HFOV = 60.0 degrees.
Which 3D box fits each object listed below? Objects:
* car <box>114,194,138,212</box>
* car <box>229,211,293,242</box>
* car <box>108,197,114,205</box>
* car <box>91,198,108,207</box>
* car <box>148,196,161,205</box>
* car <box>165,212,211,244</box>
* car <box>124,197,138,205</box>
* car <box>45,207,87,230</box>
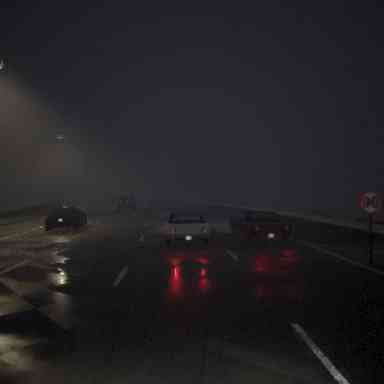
[{"bbox_3d":[-8.042,1.319,40.656,2.150,2.045,5.566,0,0,-14],"label":"car"},{"bbox_3d":[3.130,1.560,16.228,1.895,1.301,4.718,-1,0,-6],"label":"car"},{"bbox_3d":[-15.141,1.690,62.346,1.837,1.490,4.892,0,0,-22],"label":"car"},{"bbox_3d":[-15.681,1.793,55.469,1.895,1.301,4.718,-1,0,-21],"label":"car"},{"bbox_3d":[-7.129,1.575,63.390,2.128,1.511,4.902,-1,0,-16],"label":"car"},{"bbox_3d":[-0.353,1.604,15.801,1.895,1.301,4.718,-1,0,-6],"label":"car"},{"bbox_3d":[-11.585,1.666,62.869,1.812,1.442,4.674,0,0,-22],"label":"car"},{"bbox_3d":[-8.210,1.665,21.962,1.994,1.385,4.181,-1,0,-8],"label":"car"}]
